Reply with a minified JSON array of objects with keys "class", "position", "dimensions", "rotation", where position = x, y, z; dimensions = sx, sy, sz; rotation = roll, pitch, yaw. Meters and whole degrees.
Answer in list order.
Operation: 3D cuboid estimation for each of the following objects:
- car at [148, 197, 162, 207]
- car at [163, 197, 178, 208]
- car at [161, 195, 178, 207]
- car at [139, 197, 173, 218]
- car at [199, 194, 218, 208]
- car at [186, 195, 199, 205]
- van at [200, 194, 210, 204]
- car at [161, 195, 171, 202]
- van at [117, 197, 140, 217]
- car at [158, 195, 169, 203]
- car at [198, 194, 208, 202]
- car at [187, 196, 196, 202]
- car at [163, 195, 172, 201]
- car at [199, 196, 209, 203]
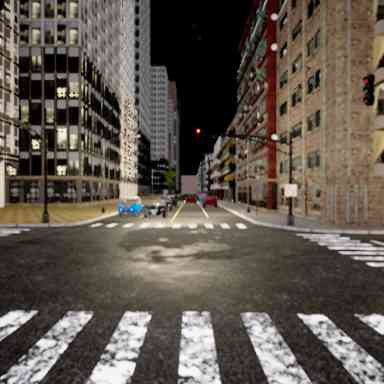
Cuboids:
[{"class":"car","position":[-5.828,1.503,53.077],"dimensions":[1.752,1.417,4.829],"rotation":[0,0,0]},{"class":"car","position":[-3.162,1.543,49.447],"dimensions":[1.994,1.385,4.181],"rotation":[0,0,1]},{"class":"car","position":[-3.190,1.472,39.439],"dimensions":[2.128,1.511,4.902],"rotation":[0,0,0]},{"class":"car","position":[-3.175,1.475,29.980],"dimensions":[2.128,1.511,4.902],"rotation":[0,0,0]},{"class":"car","position":[2.566,1.294,47.719],"dimensions":[2.192,1.841,5.009],"rotation":[0,0,0]},{"class":"car","position":[-0.152,1.455,60.137],"dimensions":[1.882,1.535,5.008],"rotation":[0,0,0]},{"class":"van","position":[2.523,1.319,64.372],"dimensions":[1.690,1.788,3.998],"rotation":[0,0,0]},{"class":"car","position":[-5.886,1.503,75.281],"dimensions":[1.752,1.417,4.829],"rotation":[0,0,0]},{"class":"van","position":[-5.771,1.324,31.043],"dimensions":[1.690,1.788,3.998],"rotation":[0,0,0]},{"class":"car","position":[-5.872,1.417,69.900],"dimensions":[1.967,1.590,4.097],"rotation":[0,0,0]},{"class":"car","position":[2.494,1.293,75.473],"dimensions":[2.192,1.841,5.009],"rotation":[0,0,0]},{"class":"car","position":[-0.180,1.423,70.589],"dimensions":[1.895,1.301,4.718],"rotation":[0,0,0]},{"class":"car","position":[-5.900,1.530,81.002],"dimensions":[2.008,1.369,4.403],"rotation":[0,0,0]},{"class":"car","position":[2.509,1.528,69.922],"dimensions":[2.008,1.369,4.403],"rotation":[0,0,0]}]
